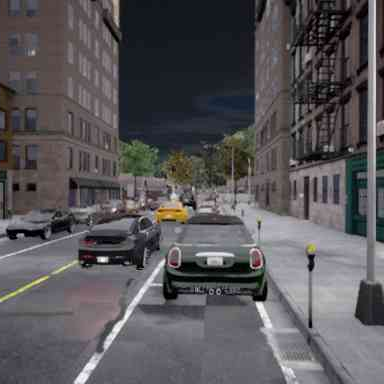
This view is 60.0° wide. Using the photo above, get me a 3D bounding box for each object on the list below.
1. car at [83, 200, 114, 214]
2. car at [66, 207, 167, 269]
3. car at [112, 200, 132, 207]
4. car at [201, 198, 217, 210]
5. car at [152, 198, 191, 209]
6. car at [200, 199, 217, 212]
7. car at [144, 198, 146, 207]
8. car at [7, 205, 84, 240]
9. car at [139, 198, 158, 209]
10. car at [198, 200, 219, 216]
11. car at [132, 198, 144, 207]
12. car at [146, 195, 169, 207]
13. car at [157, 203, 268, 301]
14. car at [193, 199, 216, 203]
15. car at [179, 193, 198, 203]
[{"bbox_3d":[-7.028,1.498,22.205,2.008,1.369,4.403,0,0,3],"label":"car"},{"bbox_3d":[-2.181,1.484,11.089,1.837,1.490,4.892,0,1,3],"label":"car"},{"bbox_3d":[-6.708,1.384,27.714,1.967,1.590,4.097,0,0,3],"label":"car"},{"bbox_3d":[2.265,1.528,43.778,1.947,1.339,4.313,0,0,3],"label":"car"},{"bbox_3d":[-1.398,1.442,24.468,1.882,1.535,5.008,0,0,3],"label":"car"},{"bbox_3d":[1.945,1.547,38.269,1.802,1.307,4.206,0,0,3],"label":"car"},{"bbox_3d":[-6.067,1.379,38.733,1.967,1.590,4.097,0,0,3],"label":"car"},{"bbox_3d":[-7.349,1.519,16.696,1.947,1.339,4.313,0,0,3],"label":"car"},{"bbox_3d":[-5.746,1.518,44.243,1.802,1.307,4.206,0,0,3],"label":"car"},{"bbox_3d":[1.624,1.512,32.760,1.887,1.381,4.507,0,0,3],"label":"car"},{"bbox_3d":[-6.397,1.467,33.054,1.752,1.417,4.829,0,0,3],"label":"car"},{"bbox_3d":[-3.514,1.299,38.508,2.097,1.767,4.553,0,0,4],"label":"car"},{"bbox_3d":[0.564,1.342,8.491,2.097,1.767,4.553,0,0,3],"label":"car"},{"bbox_3d":[1.313,1.495,27.421,1.752,1.417,4.829,0,0,3],"label":"car"},{"bbox_3d":[-0.484,1.176,41.982,2.150,2.045,5.566,0,0,3],"label":"car"}]
